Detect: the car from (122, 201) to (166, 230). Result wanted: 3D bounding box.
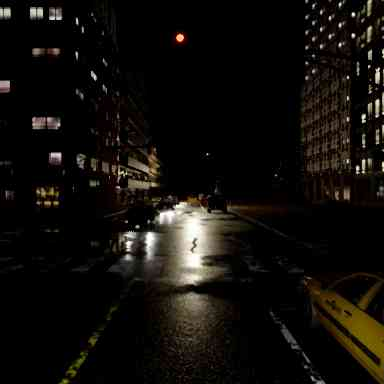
[{"bbox_3d":[-3.105,1.580,21.588,2.033,1.411,5.357,0,0,0],"label":"car"}]

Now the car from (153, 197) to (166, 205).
[{"bbox_3d":[-5.696,1.581,58.454,1.887,1.381,4.507,0,0,0],"label":"car"}]

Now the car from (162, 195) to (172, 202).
[{"bbox_3d":[-5.697,1.503,75.035,1.967,1.590,4.097,0,0,0],"label":"car"}]

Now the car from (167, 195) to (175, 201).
[{"bbox_3d":[-5.697,1.640,91.614,1.887,1.381,4.507,0,0,0],"label":"car"}]

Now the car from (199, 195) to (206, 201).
[{"bbox_3d":[2.684,1.609,86.258,1.752,1.417,4.829,0,0,0],"label":"car"}]

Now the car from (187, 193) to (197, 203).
[{"bbox_3d":[0.000,1.289,75.838,2.150,2.045,5.566,0,0,0],"label":"car"}]

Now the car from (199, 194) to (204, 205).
[{"bbox_3d":[2.683,1.351,58.455,2.192,1.841,5.009,0,0,0],"label":"car"}]

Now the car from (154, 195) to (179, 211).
[{"bbox_3d":[-3.096,1.505,40.783,2.128,1.511,4.902,0,0,0],"label":"car"}]

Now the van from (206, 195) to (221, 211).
[{"bbox_3d":[2.684,1.356,41.875,1.690,1.788,3.998,0,0,0],"label":"van"}]

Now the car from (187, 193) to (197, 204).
[{"bbox_3d":[0.098,1.525,65.363,1.882,1.535,5.008,0,0,0],"label":"car"}]

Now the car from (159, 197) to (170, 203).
[{"bbox_3d":[-5.696,1.636,69.509,1.802,1.307,4.206,0,0,0],"label":"car"}]

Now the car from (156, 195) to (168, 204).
[{"bbox_3d":[-5.697,1.485,63.982,1.967,1.590,4.097,0,0,0],"label":"car"}]

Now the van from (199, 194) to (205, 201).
[{"bbox_3d":[2.682,1.436,91.614,1.690,1.788,3.998,0,0,0],"label":"van"}]

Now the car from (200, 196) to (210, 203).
[{"bbox_3d":[2.684,1.598,69.509,1.887,1.381,4.507,0,0,0],"label":"car"}]

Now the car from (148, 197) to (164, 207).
[{"bbox_3d":[-5.695,1.579,52.928,2.008,1.369,4.403,0,0,0],"label":"car"}]

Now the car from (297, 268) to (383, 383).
[{"bbox_3d":[2.687,1.525,4.106,1.752,1.417,4.829,0,0,0],"label":"car"}]

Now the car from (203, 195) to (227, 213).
[{"bbox_3d":[2.684,1.325,36.349,2.192,1.841,5.009,0,0,0],"label":"car"}]

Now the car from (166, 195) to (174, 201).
[{"bbox_3d":[-5.697,1.608,85.918,1.752,1.417,4.829,0,0,0],"label":"car"}]

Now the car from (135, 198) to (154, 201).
[{"bbox_3d":[-5.694,1.561,36.348,2.008,1.369,4.403,0,0,0],"label":"car"}]
